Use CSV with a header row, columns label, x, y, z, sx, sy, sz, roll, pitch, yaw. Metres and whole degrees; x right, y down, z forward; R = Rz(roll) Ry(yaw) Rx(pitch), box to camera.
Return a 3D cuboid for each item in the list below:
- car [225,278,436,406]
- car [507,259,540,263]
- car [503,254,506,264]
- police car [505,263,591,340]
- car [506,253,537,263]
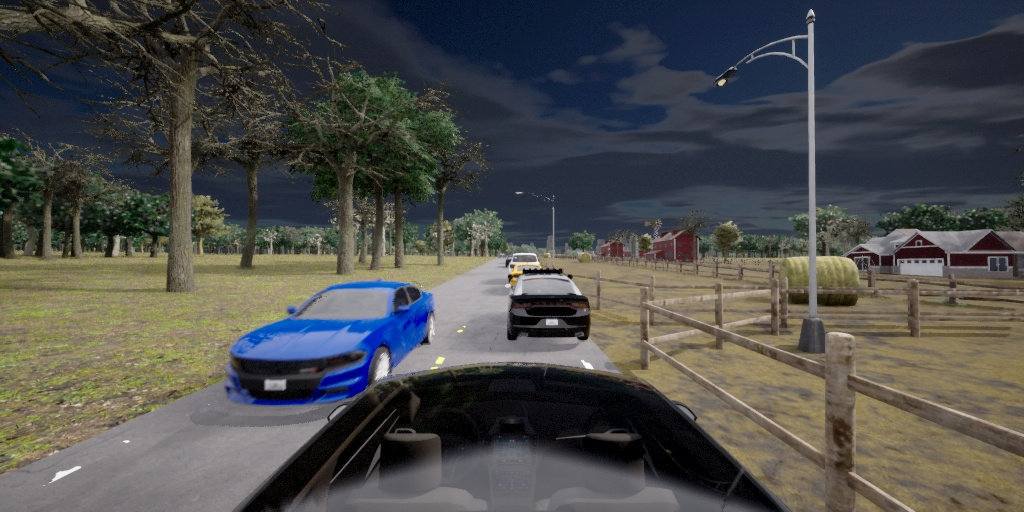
label,x,y,z,sx,sy,sz,roll,pitch,yaw
car,-2.747,1.221,6.658,1.882,1.535,5.008,0,0,0
car,0.840,1.134,19.910,1.882,1.535,5.008,0,1,0
car,0.082,0.747,49.281,1.882,1.535,5.008,0,1,1
police car,0.832,1.156,10.019,1.930,1.638,5.238,0,0,0
car,0.846,0.810,25.941,2.150,2.045,5.566,0,1,0
